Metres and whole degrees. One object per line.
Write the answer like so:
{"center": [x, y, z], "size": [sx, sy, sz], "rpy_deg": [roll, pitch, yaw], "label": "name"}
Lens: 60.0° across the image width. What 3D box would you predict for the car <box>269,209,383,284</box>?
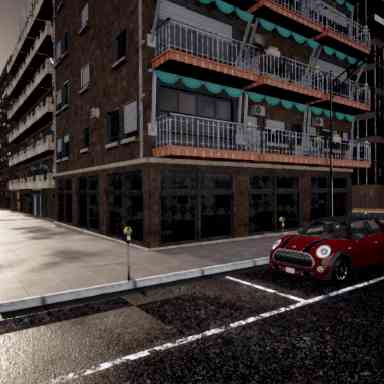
{"center": [4.078, 1.439, 9.500], "size": [4.097, 1.590, 1.967], "rpy_deg": [0, -1, -36], "label": "car"}
